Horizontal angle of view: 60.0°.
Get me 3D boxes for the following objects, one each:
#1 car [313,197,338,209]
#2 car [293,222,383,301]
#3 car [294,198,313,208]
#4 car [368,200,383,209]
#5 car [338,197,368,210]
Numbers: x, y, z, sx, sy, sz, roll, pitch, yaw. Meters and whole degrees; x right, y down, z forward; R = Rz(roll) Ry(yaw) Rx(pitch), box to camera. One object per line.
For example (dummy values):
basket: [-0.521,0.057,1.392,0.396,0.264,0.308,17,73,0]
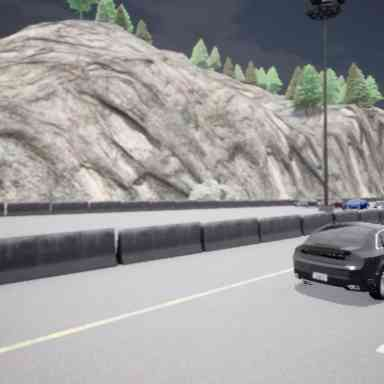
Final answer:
car: [19.351,1.470,46.212,4.553,1.767,2.097,1,0,-42]
car: [4.457,1.535,8.573,4.892,1.490,1.837,1,0,-43]
car: [16.752,1.598,48.583,4.674,1.442,1.812,1,0,-42]
car: [24.074,1.697,41.047,4.902,1.511,2.128,1,0,-42]
car: [21.378,1.635,43.327,5.008,1.535,1.882,1,0,-42]
